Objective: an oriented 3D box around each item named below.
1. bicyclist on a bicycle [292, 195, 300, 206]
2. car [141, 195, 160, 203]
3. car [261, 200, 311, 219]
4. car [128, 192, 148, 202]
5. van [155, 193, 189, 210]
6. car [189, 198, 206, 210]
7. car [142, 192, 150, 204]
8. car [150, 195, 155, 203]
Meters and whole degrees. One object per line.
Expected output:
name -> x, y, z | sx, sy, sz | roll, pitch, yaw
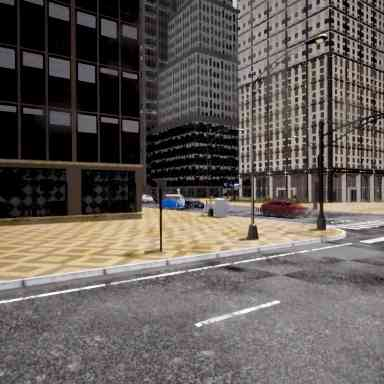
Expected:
bicyclist on a bicycle -> 11.983, 1.119, 38.402 | 1.656, 1.620, 0.582 | -1, 1, -34
car -> -7.843, 1.239, 62.551 | 1.887, 1.381, 4.507 | 0, 0, -34
car -> 7.975, 1.444, 28.723 | 1.812, 1.442, 4.674 | -1, 1, -34
car -> -10.940, 0.983, 67.143 | 2.192, 1.841, 5.009 | 0, 0, -34
van -> -2.405, 1.211, 39.494 | 1.690, 1.788, 3.998 | 0, 0, -34
car -> -0.168, 1.413, 40.810 | 1.994, 1.385, 4.181 | -1, 1, -34
car -> -8.568, 1.254, 58.986 | 1.812, 1.442, 4.674 | -1, 1, -34
car -> -4.746, 1.036, 57.956 | 2.192, 1.841, 5.009 | 0, 0, -34
